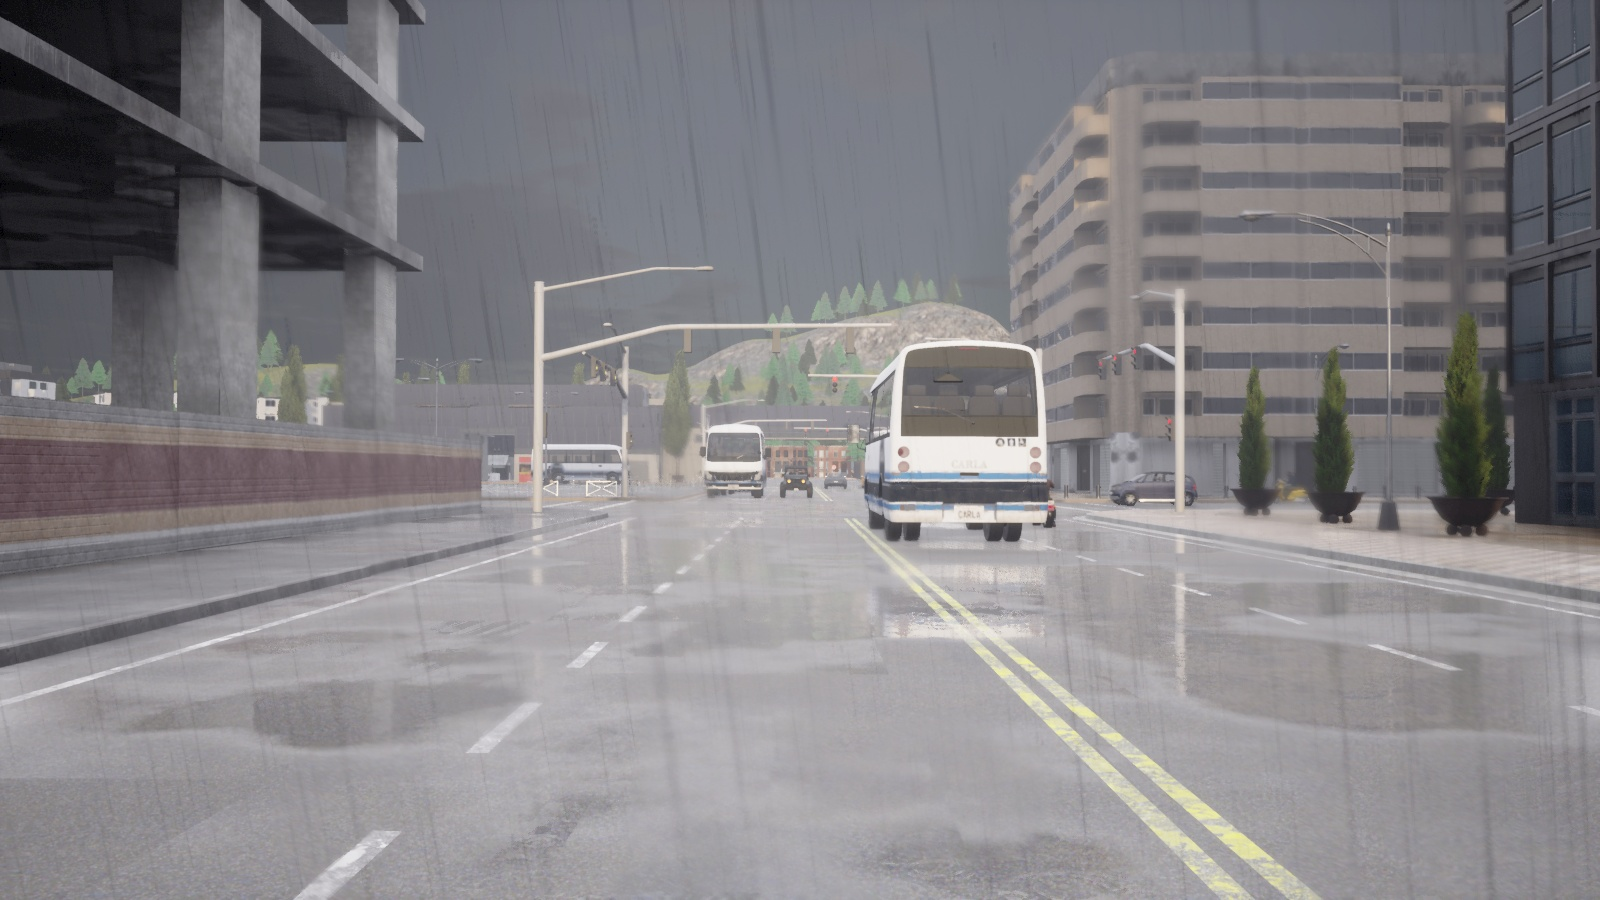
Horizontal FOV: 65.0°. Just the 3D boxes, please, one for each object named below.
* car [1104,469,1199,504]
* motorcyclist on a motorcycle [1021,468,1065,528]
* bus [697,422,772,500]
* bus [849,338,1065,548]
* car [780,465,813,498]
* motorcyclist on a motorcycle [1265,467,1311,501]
[{"bbox_3d":[15.629,1.612,55.911,3.705,1.549,1.789,0,-1,-1],"label":"car"},{"bbox_3d":[6.902,1.336,35.735,0.766,1.649,2.350,0,-1,0],"label":"motorcyclist on a motorcycle"},{"bbox_3d":[-3.709,0.698,74.342,3.944,4.253,10.273,0,-1,0],"label":"bus"},{"bbox_3d":[3.410,-0.060,30.769,3.944,4.253,10.273,0,-1,0],"label":"bus"},{"bbox_3d":[-0.204,1.853,74.108,1.905,1.878,3.866,0,-1,0],"label":"car"},{"bbox_3d":[23.126,1.617,59.484,1.817,1.590,0.866,0,-1,0],"label":"motorcyclist on a motorcycle"}]
